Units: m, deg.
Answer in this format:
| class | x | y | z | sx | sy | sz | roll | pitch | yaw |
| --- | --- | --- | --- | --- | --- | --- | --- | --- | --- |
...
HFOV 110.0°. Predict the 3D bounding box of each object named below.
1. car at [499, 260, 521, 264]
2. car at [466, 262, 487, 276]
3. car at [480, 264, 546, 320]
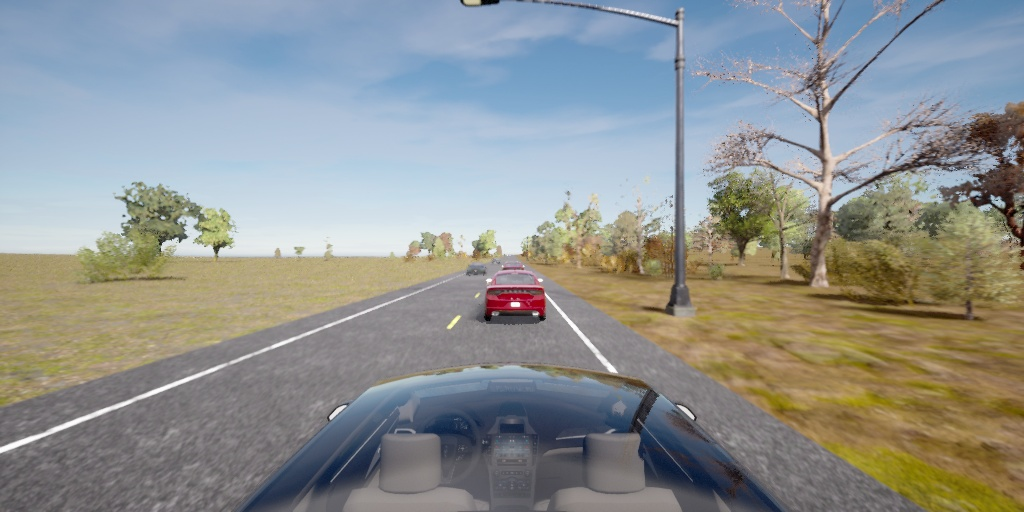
| class | x | y | z | sx | sy | sz | roll | pitch | yaw |
| --- | --- | --- | --- | --- | --- | --- | --- | --- | --- |
| car | 0.103 | 1.226 | 31.053 | 1.882 | 1.535 | 5.008 | 0 | 0 | 0 |
| car | -3.590 | 1.308 | 37.220 | 1.994 | 1.385 | 4.181 | 0 | 0 | 0 |
| car | 0.100 | 1.229 | 12.680 | 1.882 | 1.535 | 5.008 | 0 | 0 | 0 |
